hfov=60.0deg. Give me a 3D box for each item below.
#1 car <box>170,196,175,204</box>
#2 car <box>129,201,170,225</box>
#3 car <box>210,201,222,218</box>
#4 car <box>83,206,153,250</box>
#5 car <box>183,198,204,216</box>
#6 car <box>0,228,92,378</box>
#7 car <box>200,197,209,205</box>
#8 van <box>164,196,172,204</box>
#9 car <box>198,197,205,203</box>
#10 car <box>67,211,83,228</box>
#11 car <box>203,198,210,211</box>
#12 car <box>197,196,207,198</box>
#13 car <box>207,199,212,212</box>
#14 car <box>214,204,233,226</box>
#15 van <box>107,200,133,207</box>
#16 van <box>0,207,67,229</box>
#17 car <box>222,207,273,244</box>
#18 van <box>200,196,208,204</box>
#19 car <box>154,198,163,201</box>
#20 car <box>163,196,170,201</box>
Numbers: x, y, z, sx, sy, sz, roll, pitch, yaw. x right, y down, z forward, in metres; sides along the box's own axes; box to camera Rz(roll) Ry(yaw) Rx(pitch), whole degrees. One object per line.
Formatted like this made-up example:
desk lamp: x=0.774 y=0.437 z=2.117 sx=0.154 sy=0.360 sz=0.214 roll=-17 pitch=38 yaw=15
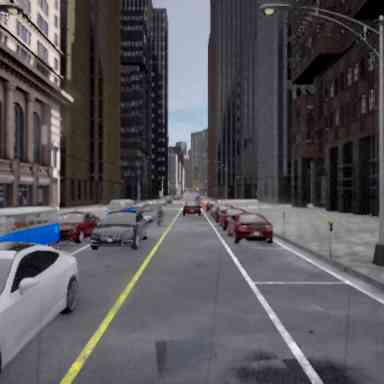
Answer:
car: x=-5.870 y=1.855 z=77.220 sx=2.192 sy=1.841 sz=5.009 roll=0 pitch=0 yaw=0
car: x=-3.121 y=1.664 z=25.293 sx=2.128 sy=1.511 sz=4.902 roll=0 pitch=0 yaw=0
car: x=2.740 y=1.738 z=27.490 sx=1.887 sy=1.381 sz=4.507 roll=0 pitch=0 yaw=0
car: x=-3.116 y=1.606 z=15.033 sx=1.837 sy=1.490 sz=4.892 roll=0 pitch=0 yaw=0
car: x=0.006 y=1.728 z=35.820 sx=1.882 sy=1.535 sz=5.008 roll=0 pitch=0 yaw=0
car: x=-3.106 y=1.558 z=4.991 sx=1.812 sy=1.442 sz=4.674 roll=0 pitch=0 yaw=-2
car: x=2.670 y=1.948 z=71.694 sx=1.967 sy=1.590 sz=4.097 roll=0 pitch=0 yaw=0
van: x=-5.877 y=1.921 z=82.745 sx=1.690 sy=1.788 sz=3.998 roll=0 pitch=0 yaw=0
car: x=2.636 y=2.214 z=93.793 sx=1.887 sy=1.381 sz=4.507 roll=0 pitch=0 yaw=0
car: x=-5.798 y=1.653 z=16.446 sx=1.887 sy=1.381 sz=4.507 roll=0 pitch=0 yaw=0
car: x=2.714 y=1.856 z=44.066 sx=1.887 sy=1.381 sz=4.507 roll=0 pitch=0 yaw=0
car: x=2.316 y=1.741 z=55.029 sx=2.097 sy=1.767 sz=4.553 roll=0 pitch=0 yaw=0
car: x=2.731 y=1.759 z=33.185 sx=1.752 sy=1.417 sz=4.829 roll=0 pitch=0 yaw=0
car: x=2.749 y=1.699 z=21.965 sx=1.887 sy=1.381 sz=4.507 roll=0 pitch=0 yaw=0
van: x=-5.811 y=1.527 z=27.497 sx=1.690 sy=1.788 sz=3.998 roll=0 pitch=0 yaw=0
van: x=-5.792 y=1.411 z=10.923 sx=1.690 sy=1.788 sz=3.998 roll=0 pitch=0 yaw=0
car: x=2.757 y=1.661 z=16.440 sx=1.887 sy=1.381 sz=4.507 roll=0 pitch=0 yaw=0
van: x=2.662 y=1.888 z=77.218 sx=1.690 sy=1.788 sz=3.998 roll=0 pitch=0 yaw=0
car: x=-5.837 y=1.893 z=49.595 sx=2.008 sy=1.369 sz=4.403 roll=0 pitch=0 yaw=0
car: x=-5.857 y=1.985 z=66.000 sx=1.752 sy=1.417 sz=4.829 roll=0 pitch=0 yaw=0
